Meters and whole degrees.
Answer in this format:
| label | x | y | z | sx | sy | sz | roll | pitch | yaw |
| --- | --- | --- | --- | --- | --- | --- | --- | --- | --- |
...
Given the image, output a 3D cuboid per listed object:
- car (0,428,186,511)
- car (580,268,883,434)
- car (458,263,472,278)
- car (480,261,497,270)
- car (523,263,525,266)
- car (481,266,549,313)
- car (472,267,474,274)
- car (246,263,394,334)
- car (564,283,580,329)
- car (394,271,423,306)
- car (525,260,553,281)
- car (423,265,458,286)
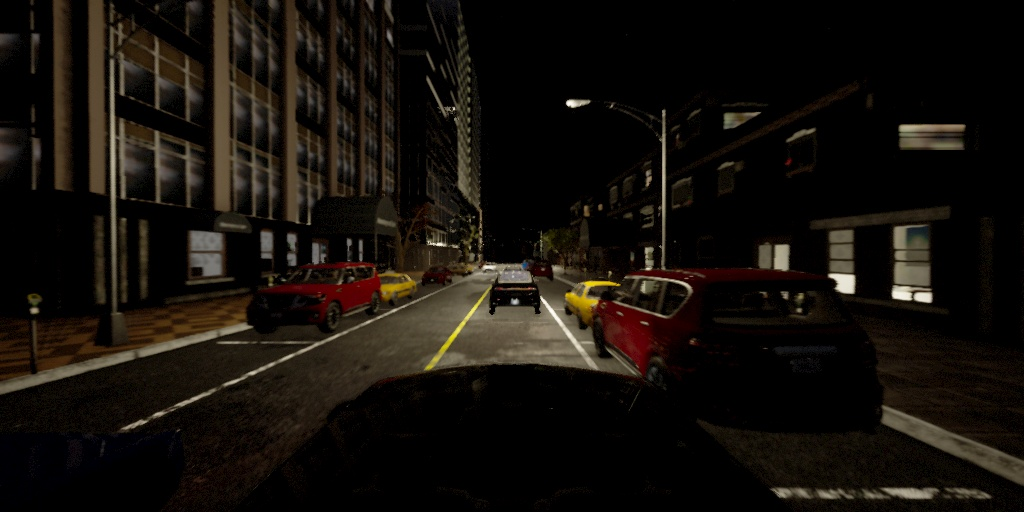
| label | x | y | z | sx | sy | sz | roll | pitch | yaw |
| --- | --- | --- | --- | --- | --- | --- | --- | --- | --- |
| car | -3.102 | 1.338 | 0.104 | 1.895 | 1.301 | 4.718 | 0 | 0 | 0 |
| car | 2.689 | 1.095 | 5.638 | 2.192 | 1.841 | 5.009 | 0 | 0 | 0 |
| car | -5.692 | 1.567 | 38.685 | 1.751 | 1.417 | 4.829 | 0 | 0 | 0 |
| car | -3.025 | 1.655 | 49.972 | 1.812 | 1.442 | 4.674 | 0 | -1 | 1 |
| car | 0.100 | 1.612 | 35.011 | 1.895 | 1.301 | 4.718 | 0 | 0 | 0 |
| car | 0.101 | 1.342 | 14.438 | 2.128 | 1.511 | 4.902 | 0 | 0 | 0 |
| car | -5.692 | 1.611 | 44.219 | 1.751 | 1.417 | 4.829 | 0 | 0 | 0 |
| car | -5.691 | 1.140 | 11.182 | 2.192 | 1.841 | 5.009 | 0 | 0 | 0 |
| car | 2.690 | 1.350 | 11.342 | 1.751 | 1.417 | 4.829 | 0 | 0 | 0 |
| car | -5.692 | 1.394 | 16.547 | 1.751 | 1.417 | 4.829 | 0 | 0 | 0 |
| car | 2.689 | 1.313 | 33.310 | 2.192 | 1.841 | 5.009 | 0 | 0 | 0 |
| car | -5.692 | 1.500 | 27.786 | 1.888 | 1.381 | 4.507 | 0 | 0 | 0 |
